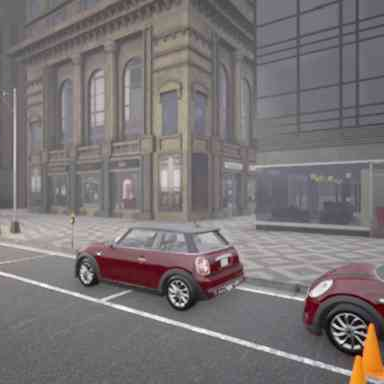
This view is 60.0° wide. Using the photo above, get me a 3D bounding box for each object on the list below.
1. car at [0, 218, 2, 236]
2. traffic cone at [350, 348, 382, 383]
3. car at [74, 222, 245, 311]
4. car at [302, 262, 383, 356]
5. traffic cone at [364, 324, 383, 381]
[{"bbox_3d":[-10.155,1.316,14.302,5.009,1.841,2.192,0,0,35],"label":"car"},{"bbox_3d":[1.682,1.954,3.361,0.340,0.580,0.340,0,0,35],"label":"traffic cone"},{"bbox_3d":[-0.930,1.437,7.810,4.097,1.590,1.967,0,0,35],"label":"car"},{"bbox_3d":[3.680,1.440,4.564,4.097,1.590,1.967,0,0,35],"label":"car"},{"bbox_3d":[2.258,1.954,4.179,0.340,0.580,0.340,0,0,35],"label":"traffic cone"}]
